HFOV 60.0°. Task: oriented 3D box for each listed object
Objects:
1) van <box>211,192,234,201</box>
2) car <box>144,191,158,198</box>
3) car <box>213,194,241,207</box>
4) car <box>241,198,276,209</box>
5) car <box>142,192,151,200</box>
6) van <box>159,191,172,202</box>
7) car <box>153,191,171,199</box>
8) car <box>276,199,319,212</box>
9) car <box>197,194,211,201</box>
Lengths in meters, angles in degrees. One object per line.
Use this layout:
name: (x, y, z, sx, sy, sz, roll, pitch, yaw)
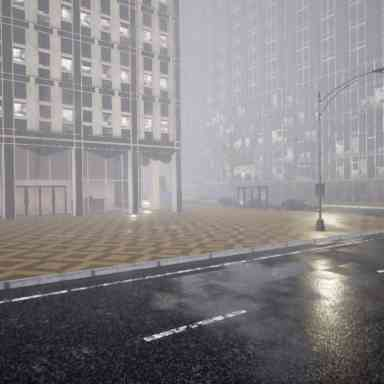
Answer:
van: (5.817, 0.853, 59.457, 1.690, 1.788, 3.998, -1, 1, -34)
car: (-10.273, 0.683, 82.883, 1.967, 1.590, 4.097, 0, 1, -34)
car: (5.301, 1.317, 45.319, 1.947, 1.339, 4.313, -1, 1, -34)
car: (8.471, 1.386, 40.602, 1.802, 1.307, 4.206, -1, 1, -34)
car: (-10.744, 1.037, 68.771, 2.008, 1.369, 4.403, 0, 1, -34)
van: (-4.308, 0.935, 59.399, 1.690, 1.788, 3.998, 0, 1, -34)
car: (-7.055, 0.612, 78.197, 2.192, 1.841, 5.009, 0, 1, -34)
car: (11.675, 1.422, 35.905, 1.947, 1.339, 4.313, -1, 1, -34)
car: (2.600, 1.041, 64.145, 1.802, 1.307, 4.206, -1, 1, -34)
